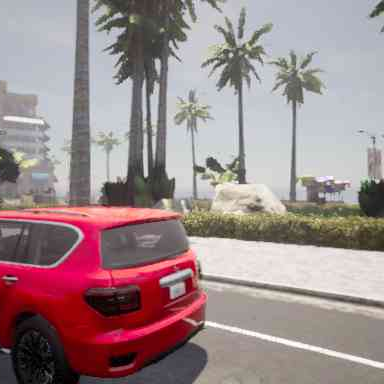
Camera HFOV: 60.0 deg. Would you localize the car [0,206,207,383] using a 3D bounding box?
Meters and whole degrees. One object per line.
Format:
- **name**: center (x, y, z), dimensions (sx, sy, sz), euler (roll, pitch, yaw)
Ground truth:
- **car**: center (-2.459, 1.255, 5.266), dimensions (5.566, 2.045, 2.150), euler (0, 0, 31)
